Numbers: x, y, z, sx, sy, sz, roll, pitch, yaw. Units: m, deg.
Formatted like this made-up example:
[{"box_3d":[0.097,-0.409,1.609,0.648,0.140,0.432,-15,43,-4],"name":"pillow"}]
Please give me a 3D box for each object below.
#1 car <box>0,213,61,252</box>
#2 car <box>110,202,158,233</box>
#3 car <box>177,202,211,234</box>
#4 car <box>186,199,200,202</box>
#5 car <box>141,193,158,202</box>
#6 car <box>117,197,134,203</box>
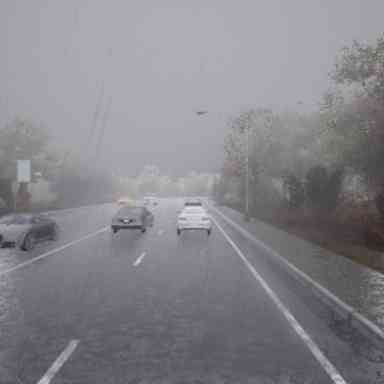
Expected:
[{"box_3d":[-7.093,1.561,13.782,1.994,1.385,4.181,0,0,0],"name":"car"},{"box_3d":[-3.390,1.543,19.698,2.033,1.411,5.357,0,0,0],"name":"car"},{"box_3d":[0.110,1.521,19.141,1.812,1.442,4.674,0,0,0],"name":"car"},{"box_3d":[0.117,1.469,36.999,1.882,1.535,5.008,0,0,0],"name":"car"},{"box_3d":[-7.023,1.206,55.564,2.150,2.045,5.566,0,0,1],"name":"car"},{"box_3d":[-10.534,1.465,52.764,1.882,1.535,5.008,0,0,1],"name":"car"}]
